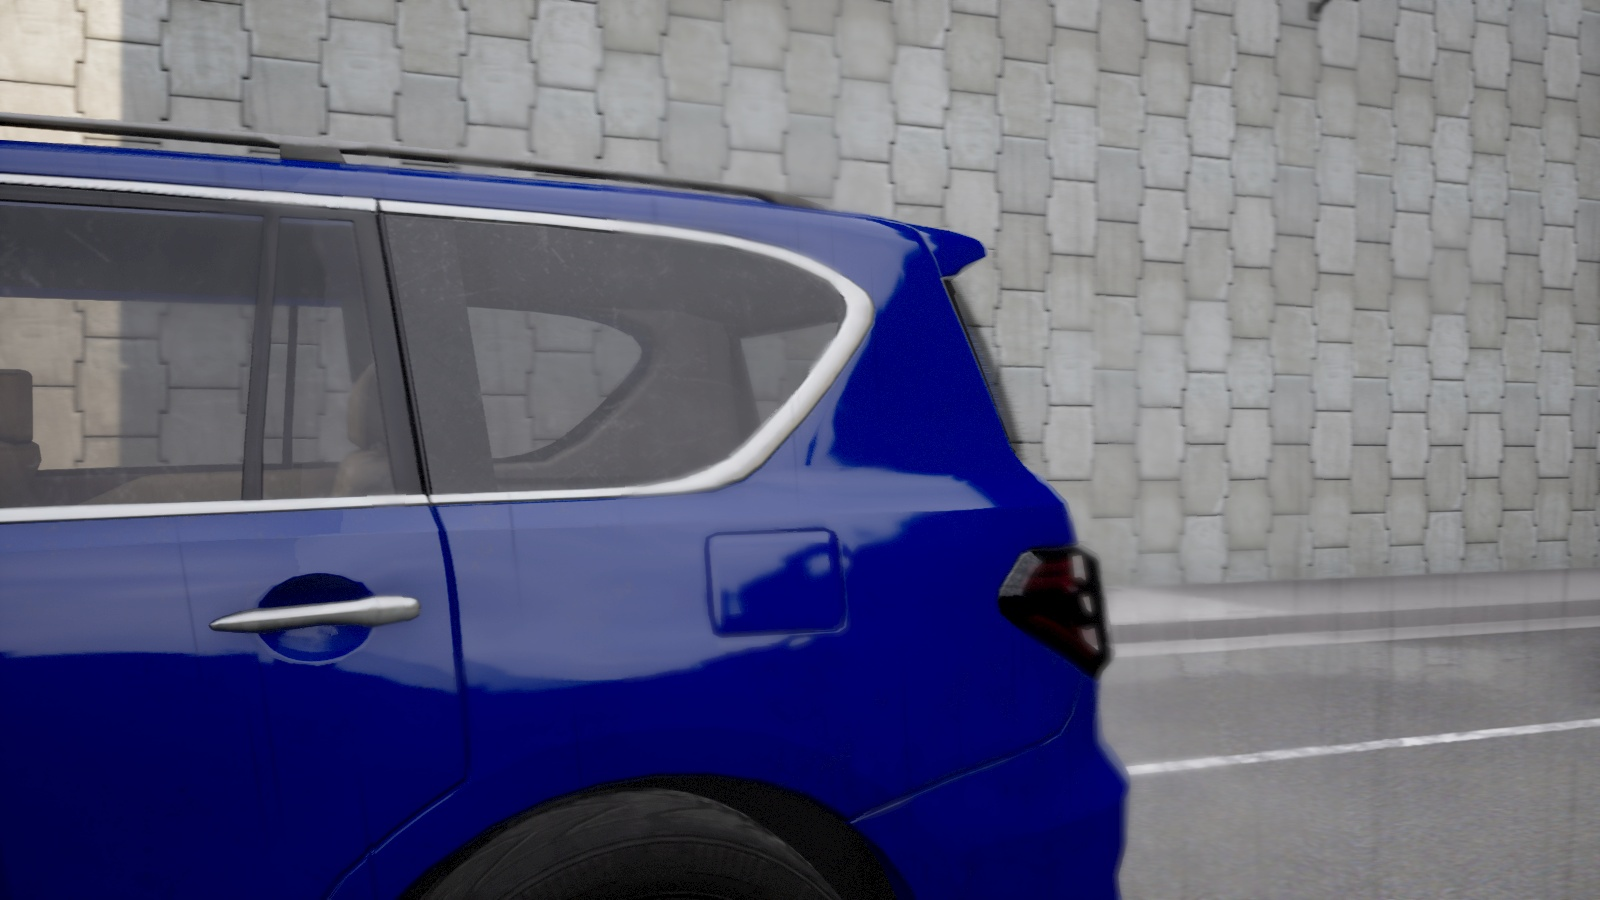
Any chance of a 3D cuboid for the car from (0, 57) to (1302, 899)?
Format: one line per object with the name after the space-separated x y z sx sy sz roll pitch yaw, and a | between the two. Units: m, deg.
-2.005 0.498 2.473 5.566 2.045 2.150 -1 1 -21 | car
